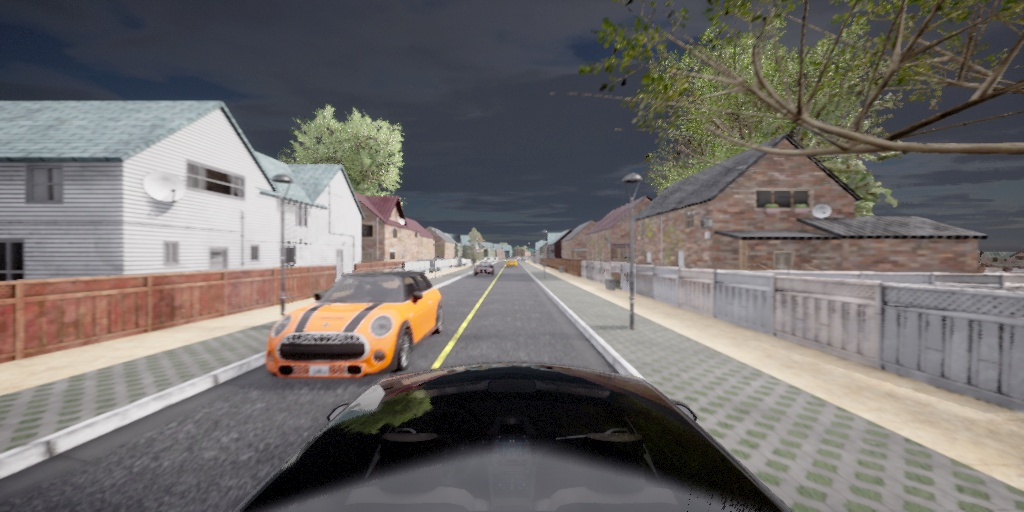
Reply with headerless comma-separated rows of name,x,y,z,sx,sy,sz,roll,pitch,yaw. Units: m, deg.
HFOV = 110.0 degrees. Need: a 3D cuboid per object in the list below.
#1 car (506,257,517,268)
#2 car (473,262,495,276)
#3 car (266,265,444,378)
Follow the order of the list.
car,-0.028,1.207,62.344,1.882,1.535,5.008,0,0,0
car,-2.766,1.317,36.543,1.994,1.385,4.181,0,0,0
car,-2.842,1.102,7.553,2.097,1.767,4.553,0,0,0
